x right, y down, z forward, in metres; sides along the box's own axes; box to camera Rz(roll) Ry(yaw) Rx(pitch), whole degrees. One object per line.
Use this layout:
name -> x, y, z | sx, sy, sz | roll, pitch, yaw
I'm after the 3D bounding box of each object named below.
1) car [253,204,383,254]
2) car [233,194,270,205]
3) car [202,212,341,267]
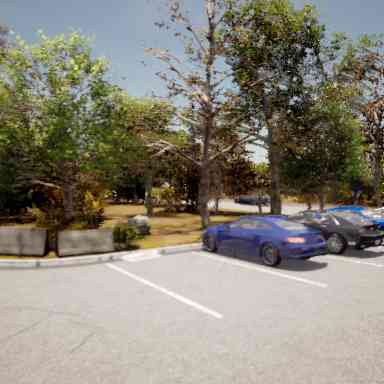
car -> 4.941, 1.445, 13.345 | 2.231, 1.521, 4.892 | 0, 0, -36
car -> 7.749, 0.988, 43.370 | 2.033, 1.411, 5.357 | -3, 3, -36
car -> 2.275, 1.494, 11.441 | 2.002, 1.452, 4.674 | 0, 0, -36
